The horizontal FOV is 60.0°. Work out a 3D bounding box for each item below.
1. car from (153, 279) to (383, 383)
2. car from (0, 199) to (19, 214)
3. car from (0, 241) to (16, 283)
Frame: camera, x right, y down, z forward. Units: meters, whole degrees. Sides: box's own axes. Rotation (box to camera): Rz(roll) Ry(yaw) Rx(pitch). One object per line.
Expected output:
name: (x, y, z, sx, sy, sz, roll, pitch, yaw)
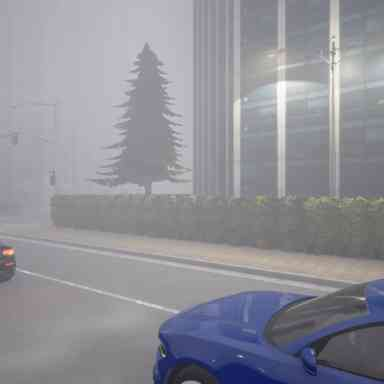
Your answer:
car: (1.900, 1.478, 2.639, 5.008, 1.535, 1.882, 0, 0, 36)
car: (-20.212, 1.505, 33.668, 1.837, 1.490, 4.892, 0, 0, 39)
car: (-6.228, 1.526, 8.390, 4.674, 1.442, 1.812, 0, 0, 36)
